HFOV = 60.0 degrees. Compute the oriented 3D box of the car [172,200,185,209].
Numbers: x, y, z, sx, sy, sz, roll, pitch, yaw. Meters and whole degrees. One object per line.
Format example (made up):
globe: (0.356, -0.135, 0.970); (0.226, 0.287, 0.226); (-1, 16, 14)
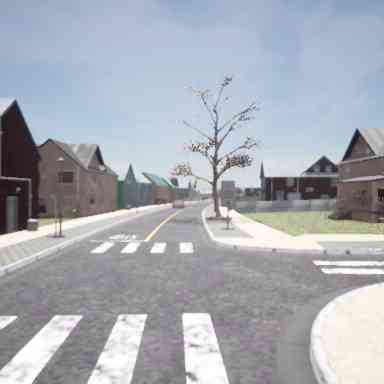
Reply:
car: (-2.212, 2.051, 56.030); (1.812, 1.442, 4.674); (0, -1, 5)
